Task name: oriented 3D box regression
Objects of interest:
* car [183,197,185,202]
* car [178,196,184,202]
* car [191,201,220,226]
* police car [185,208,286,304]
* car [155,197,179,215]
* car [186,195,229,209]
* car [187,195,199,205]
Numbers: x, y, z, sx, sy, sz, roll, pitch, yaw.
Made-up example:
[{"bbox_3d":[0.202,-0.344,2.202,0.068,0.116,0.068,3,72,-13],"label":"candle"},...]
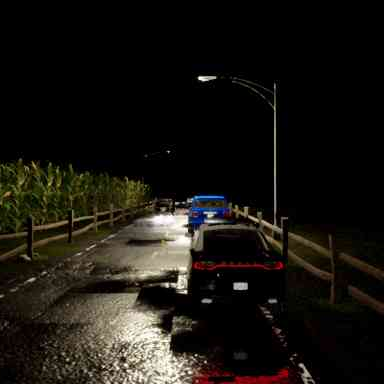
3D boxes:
[{"bbox_3d":[0.157,1.622,46.281,1.895,1.301,4.718,0,0,1],"label":"car"},{"bbox_3d":[-2.538,1.575,75.872,1.882,1.535,5.008,0,0,0],"label":"car"},{"bbox_3d":[0.892,1.477,24.221,1.882,1.535,5.008,0,0,0],"label":"car"},{"bbox_3d":[0.848,1.425,8.331,1.930,1.638,5.238,0,0,0],"label":"police car"},{"bbox_3d":[-2.754,1.493,34.501,2.128,1.511,4.902,0,0,0],"label":"car"},{"bbox_3d":[0.875,1.224,18.251,2.150,2.045,5.566,0,0,0],"label":"car"},{"bbox_3d":[0.168,1.405,60.182,2.097,1.767,4.553,0,0,0],"label":"car"}]
